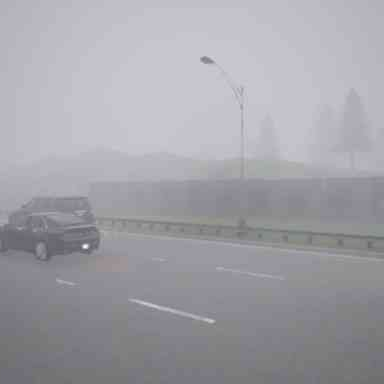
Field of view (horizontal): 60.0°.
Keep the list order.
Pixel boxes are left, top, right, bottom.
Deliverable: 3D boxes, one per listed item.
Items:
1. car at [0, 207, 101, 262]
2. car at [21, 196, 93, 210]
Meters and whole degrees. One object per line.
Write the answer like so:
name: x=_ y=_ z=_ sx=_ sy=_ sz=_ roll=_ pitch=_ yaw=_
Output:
car: x=-5.411 y=1.500 z=12.154 sx=4.892 sy=1.490 sz=1.837 roll=0 pitch=0 yaw=36
car: x=-7.681 y=1.215 z=18.087 sx=5.566 sy=2.045 sz=2.150 roll=0 pitch=0 yaw=36
